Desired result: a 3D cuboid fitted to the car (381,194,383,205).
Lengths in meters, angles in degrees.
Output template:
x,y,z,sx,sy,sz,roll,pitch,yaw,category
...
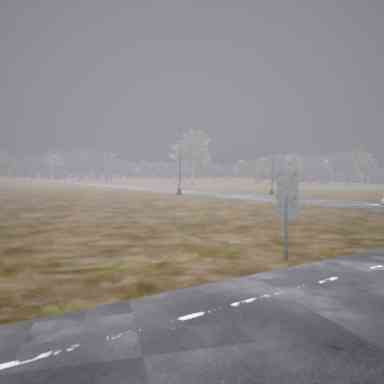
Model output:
x,y,z,sx,sy,sz,roll,pitch,yaw,category
19.807,0.674,29.344,2.150,2.045,5.566,0,2,-34,car
